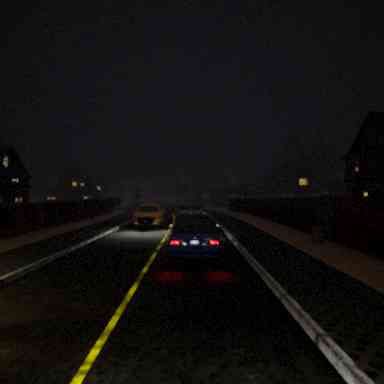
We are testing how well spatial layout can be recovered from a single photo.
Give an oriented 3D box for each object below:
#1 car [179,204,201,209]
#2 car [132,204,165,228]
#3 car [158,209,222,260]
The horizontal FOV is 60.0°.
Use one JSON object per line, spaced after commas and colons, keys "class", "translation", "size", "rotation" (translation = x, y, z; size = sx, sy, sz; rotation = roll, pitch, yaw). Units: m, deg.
{"class": "car", "translation": [-0.170, 1.725, 28.746], "size": [1.895, 1.301, 4.718], "rotation": [0, 0, -2]}
{"class": "car", "translation": [-2.944, 1.574, 23.166], "size": [1.882, 1.535, 5.008], "rotation": [0, 0, -1]}
{"class": "car", "translation": [0.086, 1.595, 12.642], "size": [2.033, 1.411, 5.357], "rotation": [0, 0, 0]}
